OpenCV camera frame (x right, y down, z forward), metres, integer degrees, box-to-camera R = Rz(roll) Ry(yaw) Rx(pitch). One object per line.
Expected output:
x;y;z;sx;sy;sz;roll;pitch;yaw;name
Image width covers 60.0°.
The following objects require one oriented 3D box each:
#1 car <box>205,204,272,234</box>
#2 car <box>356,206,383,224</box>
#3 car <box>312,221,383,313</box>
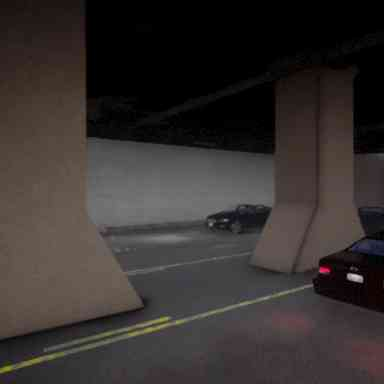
2.992;1.449;19.019;4.902;1.511;2.128;0;0;-35;car
10.242;1.538;19.892;4.718;1.301;1.895;0;0;-35;car
4.853;1.522;7.213;5.357;1.411;2.033;0;0;-36;car
